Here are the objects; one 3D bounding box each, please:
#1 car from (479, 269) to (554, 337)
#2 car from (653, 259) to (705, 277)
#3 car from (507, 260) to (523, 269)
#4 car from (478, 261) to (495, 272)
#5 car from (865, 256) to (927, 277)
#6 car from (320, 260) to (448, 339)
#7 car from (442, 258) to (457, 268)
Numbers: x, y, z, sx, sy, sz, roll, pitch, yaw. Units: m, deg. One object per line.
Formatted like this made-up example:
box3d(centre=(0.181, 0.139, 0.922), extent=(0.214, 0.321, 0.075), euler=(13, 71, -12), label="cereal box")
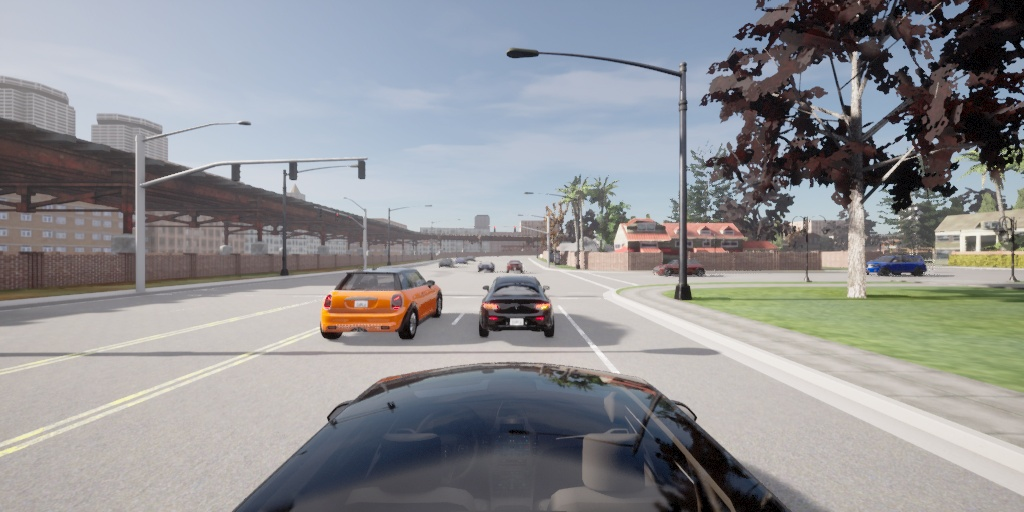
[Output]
box3d(centre=(0.122, 1.276, 10.145), extent=(1.812, 1.442, 4.674), euler=(0, 0, 0), label="car")
box3d(centre=(16.277, 1.104, 35.104), extent=(4.553, 1.767, 2.097), euler=(0, 0, -1), label="car")
box3d(centre=(0.343, 1.241, 44.051), extent=(1.812, 1.442, 4.674), euler=(0, 0, 0), label="car")
box3d(centre=(-3.151, 1.313, 45.090), extent=(1.895, 1.301, 4.718), euler=(0, 0, 0), label="car")
box3d(centre=(37.520, 0.974, 35.474), extent=(5.566, 2.045, 2.150), euler=(0, 0, -1), label="car")
box3d(centre=(-3.376, 1.102, 10.198), extent=(2.097, 1.767, 4.553), euler=(0, 0, 1), label="car")
box3d(centre=(-10.273, 1.138, 56.196), extent=(1.837, 1.490, 4.892), euler=(0, 1, 1), label="car")
